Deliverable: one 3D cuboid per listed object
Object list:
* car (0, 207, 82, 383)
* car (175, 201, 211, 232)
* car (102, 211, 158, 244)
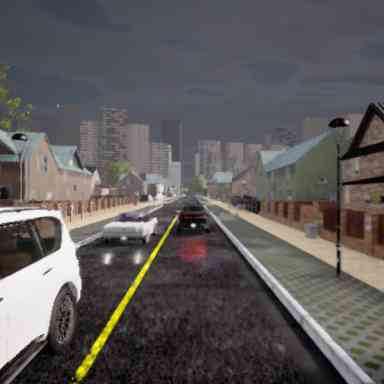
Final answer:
[{"bbox_3d":[-2.843,1.225,3.166,2.150,2.045,5.566,0,0,0],"label":"car"},{"bbox_3d":[0.078,1.508,19.957,1.837,1.490,4.892,0,0,0],"label":"car"},{"bbox_3d":[-2.810,1.603,15.935,1.895,1.301,4.718,0,0,0],"label":"car"}]
